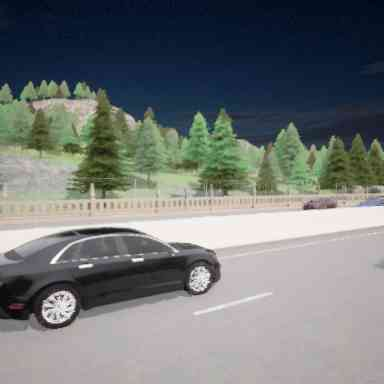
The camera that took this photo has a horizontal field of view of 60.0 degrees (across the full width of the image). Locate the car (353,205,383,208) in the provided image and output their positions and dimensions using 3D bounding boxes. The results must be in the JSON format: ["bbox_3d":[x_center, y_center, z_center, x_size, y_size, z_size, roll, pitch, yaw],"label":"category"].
[{"bbox_3d":[15.439,1.248,27.893,5.008,1.535,1.882,-1,0,-35],"label":"car"}]

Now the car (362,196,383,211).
[{"bbox_3d":[20.741,1.191,36.034,4.902,1.511,2.128,0,0,-35],"label":"car"}]

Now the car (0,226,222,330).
[{"bbox_3d":[-1.553,1.483,6.937,4.892,1.490,1.837,-1,0,-35],"label":"car"}]

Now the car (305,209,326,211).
[{"bbox_3d":[13.743,1.311,35.323,4.181,1.385,1.994,-1,0,-36],"label":"car"}]
